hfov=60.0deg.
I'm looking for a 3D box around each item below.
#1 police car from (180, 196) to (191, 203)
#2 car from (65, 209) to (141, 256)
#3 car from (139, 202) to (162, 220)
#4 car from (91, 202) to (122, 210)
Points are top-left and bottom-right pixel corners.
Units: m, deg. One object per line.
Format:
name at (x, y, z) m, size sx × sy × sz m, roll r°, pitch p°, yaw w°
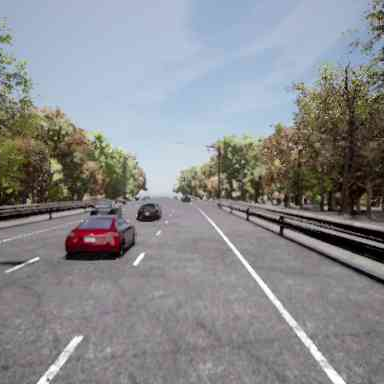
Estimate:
police car at (-1.334, 1.856, 84.933) m, size 1.930 × 1.638 × 5.238 m, roll 0°, pitch 0°, yaw -3°
car at (-3.475, 1.604, 13.309) m, size 1.994 × 1.385 × 4.181 m, roll 0°, pitch 0°, yaw 0°
car at (-3.704, 1.622, 29.461) m, size 1.812 × 1.442 × 4.674 m, roll 0°, pitch 0°, yaw -1°
car at (-7.200, 1.585, 28.413) m, size 2.128 × 1.511 × 4.902 m, roll 0°, pitch 0°, yaw -1°
